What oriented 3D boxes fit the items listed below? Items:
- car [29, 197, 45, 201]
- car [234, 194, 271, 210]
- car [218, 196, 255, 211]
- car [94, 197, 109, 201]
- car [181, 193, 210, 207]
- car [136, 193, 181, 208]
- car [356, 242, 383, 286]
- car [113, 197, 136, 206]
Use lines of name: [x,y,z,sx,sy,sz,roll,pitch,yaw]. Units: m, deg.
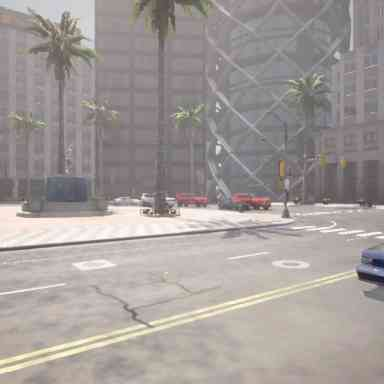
car: [-27.984,1.564,61.633,4.181,1.385,1.994,0,0,-10]
car: [7.629,1.221,43.192,2.150,2.045,5.566,0,0,-38]
car: [5.098,1.564,40.692,1.994,1.385,4.181,0,0,-39]
car: [-18.220,1.601,62.516,4.718,1.301,1.895,0,0,1]
car: [-0.070,1.221,50.100,5.566,2.045,2.150,0,0,32]
car: [-4.959,1.223,48.991,5.566,2.045,2.150,0,0,25]
car: [6.198,1.547,8.194,5.357,1.411,2.033,0,0,-35]
car: [-10.555,1.526,54.473,4.674,1.442,1.812,0,0,12]
